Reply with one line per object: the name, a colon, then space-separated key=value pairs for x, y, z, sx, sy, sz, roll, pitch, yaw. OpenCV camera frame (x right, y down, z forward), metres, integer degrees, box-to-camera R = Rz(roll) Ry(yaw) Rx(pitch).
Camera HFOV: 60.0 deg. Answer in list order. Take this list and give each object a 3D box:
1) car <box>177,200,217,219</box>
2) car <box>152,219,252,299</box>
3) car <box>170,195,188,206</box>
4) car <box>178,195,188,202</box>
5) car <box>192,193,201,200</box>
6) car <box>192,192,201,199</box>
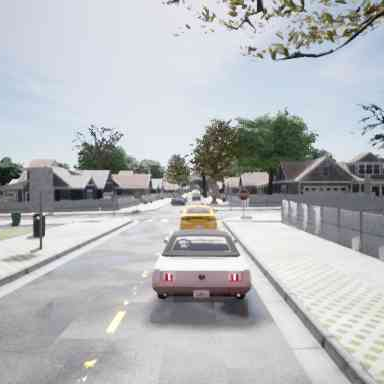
car: x=0.330 y=1.447 z=18.018 sx=1.882 sy=1.535 sz=5.008 roll=0 pitch=0 yaw=1
car: x=0.209 y=1.592 z=8.366 sx=1.895 sy=1.301 sz=4.718 roll=0 pitch=0 yaw=1
car: x=-2.153 y=1.200 z=51.608 sx=2.097 sy=1.767 sz=4.553 roll=0 pitch=0 yaw=1
car: x=-1.829 y=1.334 z=69.238 sx=2.033 sy=1.411 sz=5.357 roll=0 pitch=0 yaw=1
car: x=1.000 y=1.285 z=74.951 sx=2.128 sy=1.511 sz=4.902 roll=0 pitch=0 yaw=1
car: x=1.140 y=0.925 z=85.340 sx=2.097 sy=1.767 sz=4.553 roll=0 pitch=0 yaw=1
